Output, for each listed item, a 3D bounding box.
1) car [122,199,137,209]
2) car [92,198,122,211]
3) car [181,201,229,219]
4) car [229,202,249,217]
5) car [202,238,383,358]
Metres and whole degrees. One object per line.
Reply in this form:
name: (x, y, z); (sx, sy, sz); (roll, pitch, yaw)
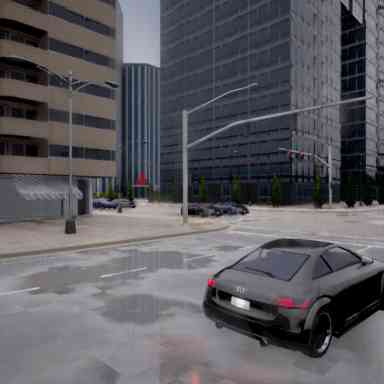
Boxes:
car: (-9.337, 1.619, 45.175); (4.181, 1.385, 1.994); (0, 0, 45)
car: (-11.446, 1.533, 42.340); (5.008, 1.535, 1.882); (0, 0, 45)
car: (0.870, 1.619, 30.066); (1.994, 1.385, 4.181); (0, 0, -43)
car: (3.519, 1.619, 32.557); (4.181, 1.385, 1.994); (0, 0, 44)
car: (2.163, 1.564, 6.140); (4.181, 1.385, 1.994); (0, 0, -43)
